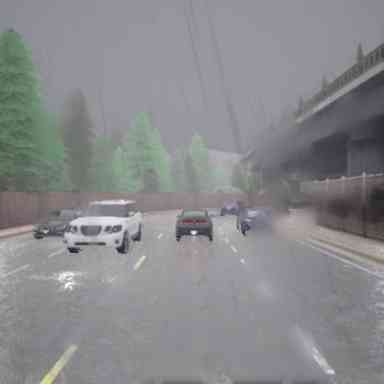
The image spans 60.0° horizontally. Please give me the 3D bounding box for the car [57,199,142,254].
[{"bbox_3d":[-3.548,1.361,14.435,2.150,2.045,5.566,0,-1,1],"label":"car"}]

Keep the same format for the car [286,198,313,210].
[{"bbox_3d":[17.068,2.055,50.972,4.181,1.385,1.994,0,-1,-24],"label":"car"}]

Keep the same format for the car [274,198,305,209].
[{"bbox_3d":[15.928,1.874,54.245,4.553,1.767,2.097,0,0,-23],"label":"car"}]

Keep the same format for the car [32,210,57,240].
[{"bbox_3d":[-6.850,1.681,18.274,1.837,1.490,4.892,0,-1,3],"label":"car"}]

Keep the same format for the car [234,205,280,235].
[{"bbox_3d":[3.789,1.721,20.167,1.812,1.442,4.674,0,-1,3],"label":"car"}]

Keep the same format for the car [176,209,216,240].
[{"bbox_3d":[0.191,1.682,18.192,1.837,1.490,4.892,0,0,2],"label":"car"}]

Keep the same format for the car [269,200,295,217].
[{"bbox_3d":[8.995,1.905,35.350,1.994,1.385,4.181,-1,-1,34],"label":"car"}]

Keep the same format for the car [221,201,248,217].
[{"bbox_3d":[4.762,1.691,35.152,2.097,1.767,4.553,0,-1,29],"label":"car"}]
